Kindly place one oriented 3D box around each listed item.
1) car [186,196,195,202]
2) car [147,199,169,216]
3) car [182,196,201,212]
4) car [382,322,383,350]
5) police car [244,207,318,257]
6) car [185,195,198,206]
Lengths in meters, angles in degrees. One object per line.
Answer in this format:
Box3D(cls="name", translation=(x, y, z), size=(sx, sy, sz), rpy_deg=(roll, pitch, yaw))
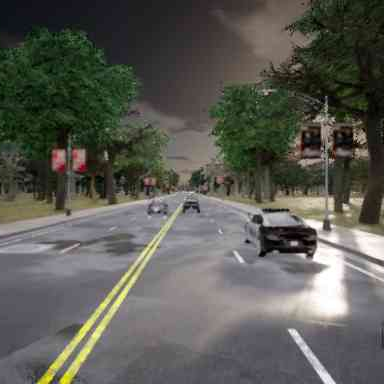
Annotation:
Box3D(cls="car", translation=(-0.287, 1.551, 73.539), size=(1.994, 1.385, 4.181), rpy_deg=(0, 0, 0))
Box3D(cls="car", translation=(-3.337, 1.502, 33.328), size=(2.128, 1.511, 4.902), rpy_deg=(0, 0, 0))
Box3D(cls="car", translation=(-0.092, 1.510, 38.785), size=(1.837, 1.490, 4.892), rpy_deg=(0, -1, 0))
Box3D(cls="car", translation=(3.249, 1.504, 2.043), size=(2.163, 1.488, 4.792), rpy_deg=(0, 0, 0))
Box3D(cls="police car", translation=(3.239, 1.429, 13.128), size=(1.930, 1.638, 5.238), rpy_deg=(0, 0, 0))
Box3D(cls="car", translation=(-0.062, 1.356, 54.602), size=(2.097, 1.767, 4.553), rpy_deg=(0, 0, 0))
